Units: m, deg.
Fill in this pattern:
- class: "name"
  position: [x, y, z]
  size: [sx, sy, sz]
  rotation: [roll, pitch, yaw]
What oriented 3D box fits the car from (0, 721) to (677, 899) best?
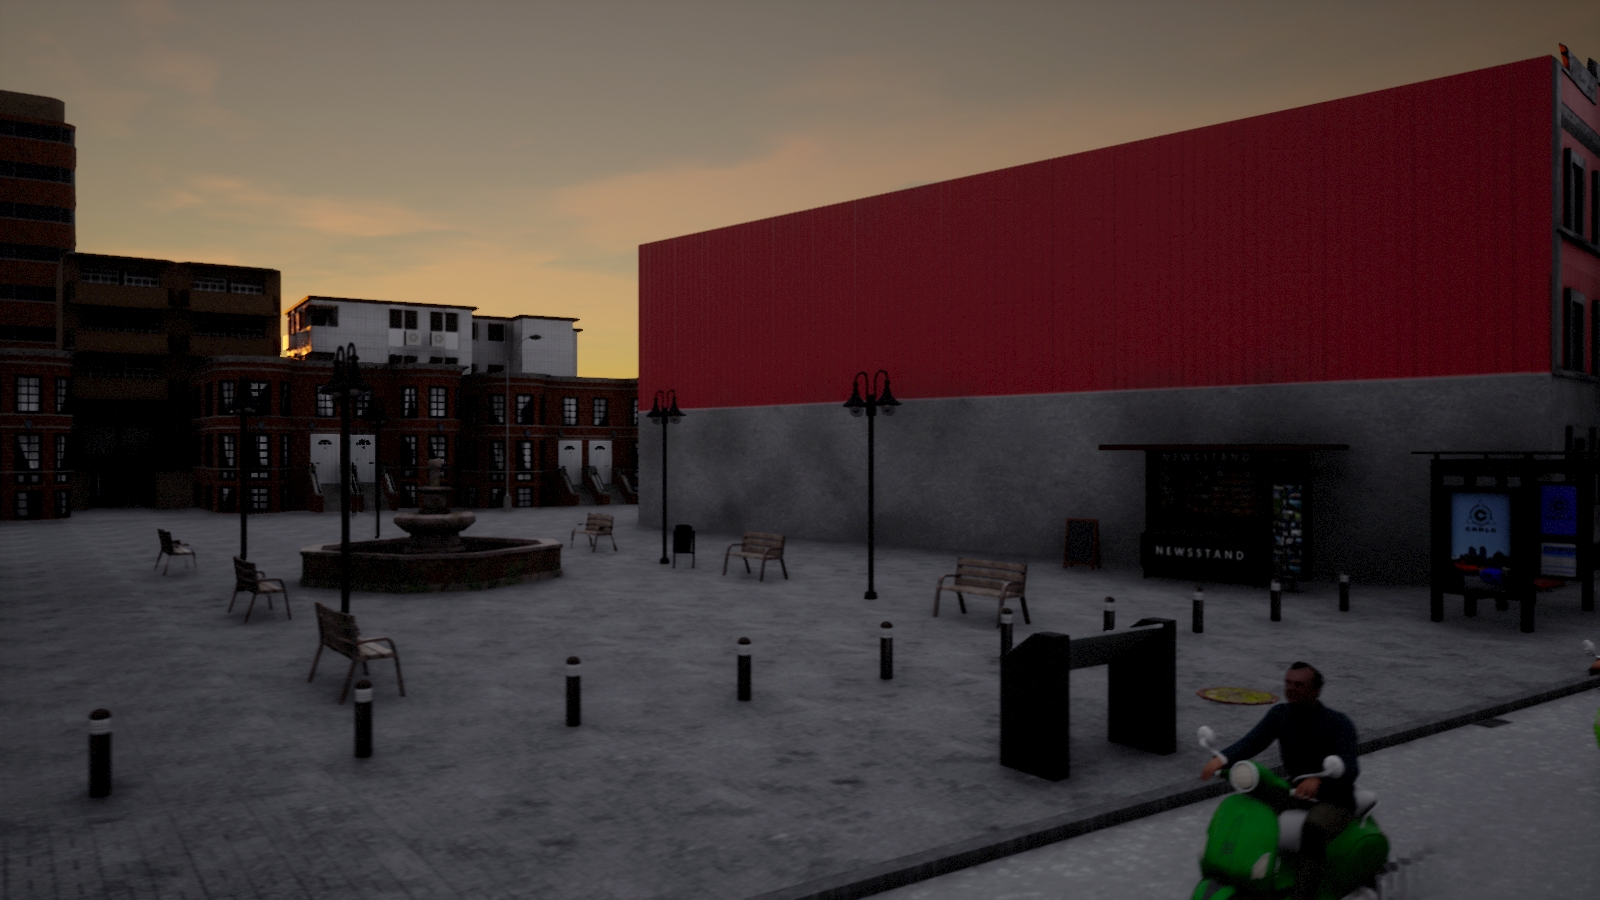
- class: "car"
  position: [-2.948, 1.841, 2.340]
  size: [4.892, 1.480, 2.231]
  rotation: [0, 0, -35]
